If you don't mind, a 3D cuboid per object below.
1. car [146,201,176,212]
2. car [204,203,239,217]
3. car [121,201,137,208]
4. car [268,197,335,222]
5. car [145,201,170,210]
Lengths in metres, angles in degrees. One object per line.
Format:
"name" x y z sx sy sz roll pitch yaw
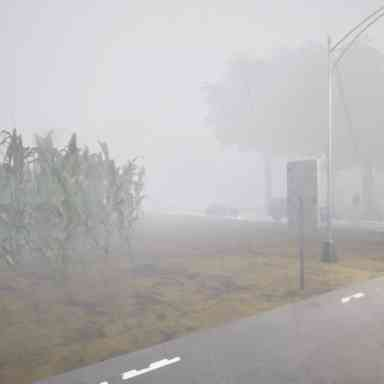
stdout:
"car" -4.178 2.062 46.001 1.895 1.301 4.718 -1 0 -36
"car" 3.130 1.879 35.623 1.994 1.385 4.181 -1 0 -35
"car" -11.468 2.155 61.267 1.812 1.442 4.674 -1 0 -35
"car" 8.849 1.427 27.521 2.150 2.045 5.566 -1 0 -36
"car" -5.502 2.102 52.860 1.895 1.301 4.718 -1 0 -35
